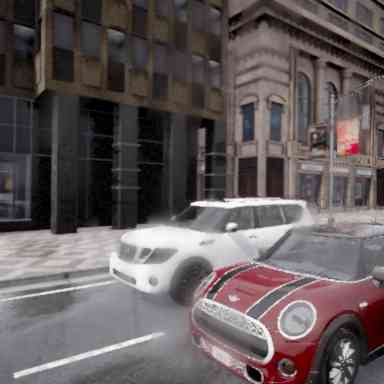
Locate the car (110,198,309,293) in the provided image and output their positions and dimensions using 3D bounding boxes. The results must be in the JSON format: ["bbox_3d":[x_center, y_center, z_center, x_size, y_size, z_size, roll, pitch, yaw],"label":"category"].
[{"bbox_3d":[0.851,1.191,8.278,5.566,2.045,2.150,0,0,-35],"label":"car"}]

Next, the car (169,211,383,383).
[{"bbox_3d":[2.175,1.336,5.231,4.553,1.767,2.097,0,0,-35],"label":"car"}]
